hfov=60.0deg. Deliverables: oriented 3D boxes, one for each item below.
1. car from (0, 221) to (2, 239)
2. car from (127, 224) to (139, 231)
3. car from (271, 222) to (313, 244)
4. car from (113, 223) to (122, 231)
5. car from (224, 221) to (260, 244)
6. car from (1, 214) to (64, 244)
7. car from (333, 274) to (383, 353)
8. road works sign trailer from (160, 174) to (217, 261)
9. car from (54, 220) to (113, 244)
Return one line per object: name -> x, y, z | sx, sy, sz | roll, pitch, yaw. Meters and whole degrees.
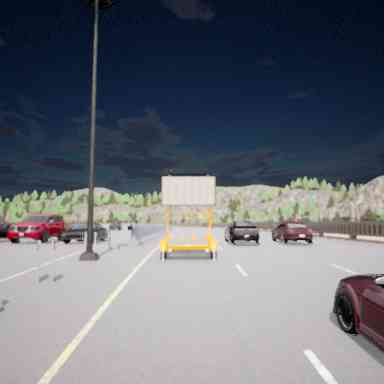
car -> -14.341, 2.856, 23.922 | 2.128, 1.511, 4.902 | 0, -5, -1
car -> -11.239, 6.720, 63.644 | 1.895, 1.301, 4.718 | 0, -5, -1
car -> 6.868, 2.809, 23.100 | 1.812, 1.442, 4.674 | 0, -5, -1
car -> -14.789, 6.719, 64.660 | 1.837, 1.490, 4.892 | 0, -5, -2
car -> 3.368, 2.761, 22.954 | 2.128, 1.511, 4.902 | 0, -5, -1
car -> -10.841, 2.577, 23.854 | 2.150, 2.045, 5.566 | 0, -5, -1
car -> 3.545, 1.637, 4.332 | 1.994, 1.385, 4.181 | 0, -1, -1
road works sign trailer -> -0.150, 1.015, 14.522 | 2.380, 3.560, 2.880 | 0, -4, -1
car -> -7.334, 2.841, 23.175 | 2.033, 1.411, 5.357 | 0, -5, -1
